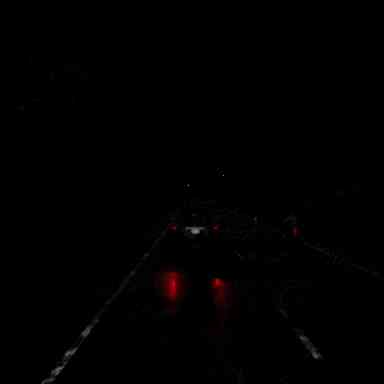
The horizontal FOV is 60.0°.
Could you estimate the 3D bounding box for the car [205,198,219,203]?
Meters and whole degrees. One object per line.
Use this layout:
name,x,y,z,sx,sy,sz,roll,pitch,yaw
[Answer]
car,3.727,2.181,56.731,1.994,1.385,4.181,0,-1,1

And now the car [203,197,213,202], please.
car,3.671,2.027,73.584,2.150,2.045,5.566,0,-1,0

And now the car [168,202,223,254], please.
car,0.130,1.509,14.427,2.097,1.767,4.553,0,-1,0

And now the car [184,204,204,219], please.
car,0.175,1.968,33.878,1.895,1.301,4.718,0,-1,0

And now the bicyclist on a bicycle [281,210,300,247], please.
bicyclist on a bicycle,4.473,1.601,14.917,0.866,1.612,1.509,0,-1,0

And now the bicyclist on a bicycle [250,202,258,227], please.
bicyclist on a bicycle,4.521,1.636,24.291,0.659,1.776,1.843,0,0,0
